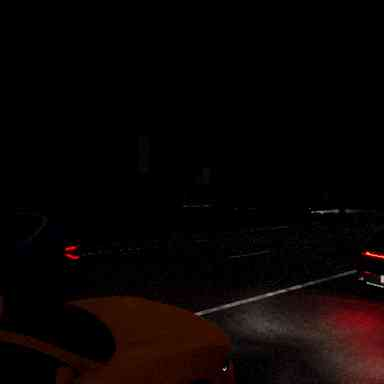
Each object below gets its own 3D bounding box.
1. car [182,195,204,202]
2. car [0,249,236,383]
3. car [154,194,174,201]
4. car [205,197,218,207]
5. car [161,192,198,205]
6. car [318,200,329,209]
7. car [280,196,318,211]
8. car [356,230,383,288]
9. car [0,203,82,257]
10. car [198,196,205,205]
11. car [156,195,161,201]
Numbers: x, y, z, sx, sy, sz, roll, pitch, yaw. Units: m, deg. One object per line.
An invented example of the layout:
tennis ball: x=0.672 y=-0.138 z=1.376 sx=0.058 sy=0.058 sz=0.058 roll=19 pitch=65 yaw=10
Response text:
car: x=0.073 y=1.308 z=66.972 sx=1.895 sy=1.301 sz=4.718 roll=-1 pitch=0 yaw=-39
car: x=-1.879 y=1.478 z=2.388 sx=5.008 sy=1.535 sz=1.882 roll=0 pitch=0 yaw=-36
car: x=-6.278 y=1.238 z=74.749 sx=2.128 sy=1.511 sz=4.902 roll=-1 pitch=0 yaw=-38
car: x=4.508 y=1.268 z=44.401 sx=1.882 sy=1.535 sz=5.008 roll=-1 pitch=0 yaw=-39
car: x=-2.046 y=1.017 z=52.546 sx=2.150 sy=2.045 sz=5.566 roll=-1 pitch=0 yaw=-39
car: x=13.472 y=1.260 z=38.854 sx=1.837 sy=1.490 sz=4.892 roll=-1 pitch=0 yaw=-39
car: x=10.658 y=1.333 z=36.767 sx=2.033 sy=1.411 sz=5.357 roll=-1 pitch=0 yaw=-39
car: x=5.825 y=1.468 z=7.922 sx=4.892 sy=1.490 sz=1.837 roll=0 pitch=0 yaw=-36
car: x=-4.527 y=1.222 z=5.046 sx=5.566 sy=2.045 sz=2.150 roll=0 pitch=0 yaw=-36
car: x=1.380 y=1.366 z=53.875 sx=1.895 sy=1.301 sz=4.718 roll=-1 pitch=0 yaw=-39
car: x=-8.780 y=1.339 z=72.278 sx=1.895 sy=1.301 sz=4.718 roll=-1 pitch=0 yaw=-38
